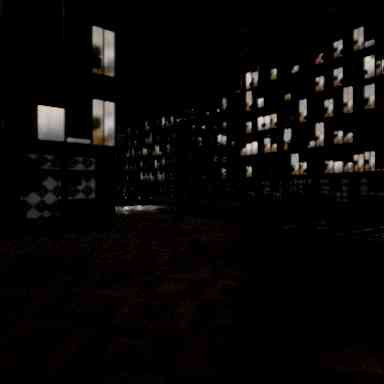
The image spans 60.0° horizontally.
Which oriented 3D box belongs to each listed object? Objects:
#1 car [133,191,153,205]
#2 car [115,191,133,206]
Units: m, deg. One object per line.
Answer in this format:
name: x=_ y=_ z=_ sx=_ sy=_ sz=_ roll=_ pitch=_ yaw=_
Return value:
car: x=-6.711 y=0.660 z=40.946 sx=2.097 sy=1.767 sz=4.553 roll=0 pitch=1 yaw=-38
car: x=-9.268 y=0.668 z=38.941 sx=2.097 sy=1.767 sz=4.553 roll=0 pitch=1 yaw=-38
